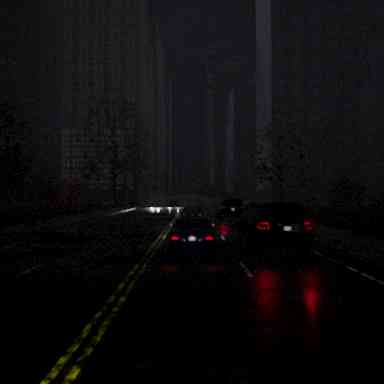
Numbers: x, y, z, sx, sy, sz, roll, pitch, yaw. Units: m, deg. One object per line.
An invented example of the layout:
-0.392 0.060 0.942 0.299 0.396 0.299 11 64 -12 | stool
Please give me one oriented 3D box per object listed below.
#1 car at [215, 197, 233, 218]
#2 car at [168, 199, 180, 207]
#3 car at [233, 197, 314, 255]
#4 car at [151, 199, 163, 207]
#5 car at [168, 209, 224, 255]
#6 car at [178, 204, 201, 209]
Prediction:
3.262 1.486 29.001 2.150 2.045 5.566 0 0 0 | car
-3.229 2.053 61.452 1.837 1.490 4.892 0 -1 0 | car
3.257 1.351 14.008 2.150 2.045 5.566 0 0 0 | car
-6.479 2.033 61.453 2.128 1.511 4.902 0 -1 0 | car
0.007 1.681 13.983 2.033 1.411 5.357 0 0 0 | car
0.013 1.871 29.103 1.895 1.301 4.718 0 0 0 | car
